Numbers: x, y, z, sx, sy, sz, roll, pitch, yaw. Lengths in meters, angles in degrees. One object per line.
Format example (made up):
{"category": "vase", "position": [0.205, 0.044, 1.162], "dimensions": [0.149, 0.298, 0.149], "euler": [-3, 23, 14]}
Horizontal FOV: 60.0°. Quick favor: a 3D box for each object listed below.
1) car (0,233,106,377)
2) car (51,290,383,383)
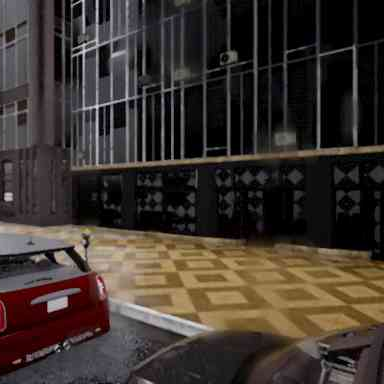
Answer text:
{"category": "car", "position": [-3.214, 1.362, 5.171], "dimensions": [4.097, 1.590, 1.967], "euler": [1, 0, 35]}
{"category": "car", "position": [1.391, 1.553, 1.896], "dimensions": [4.403, 1.369, 2.008], "euler": [1, 0, 35]}
